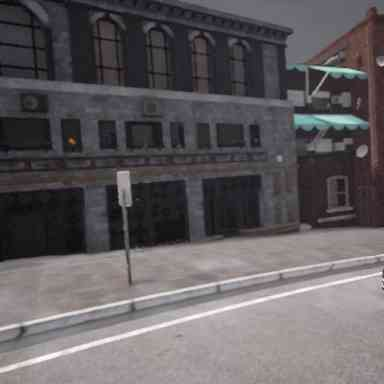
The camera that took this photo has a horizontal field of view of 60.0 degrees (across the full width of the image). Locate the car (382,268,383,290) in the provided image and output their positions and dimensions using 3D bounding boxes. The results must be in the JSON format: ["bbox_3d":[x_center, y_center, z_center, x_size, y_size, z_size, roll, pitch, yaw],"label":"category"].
[{"bbox_3d":[6.204,1.481,7.122,4.892,1.490,1.837,0,0,-26],"label":"car"}]
